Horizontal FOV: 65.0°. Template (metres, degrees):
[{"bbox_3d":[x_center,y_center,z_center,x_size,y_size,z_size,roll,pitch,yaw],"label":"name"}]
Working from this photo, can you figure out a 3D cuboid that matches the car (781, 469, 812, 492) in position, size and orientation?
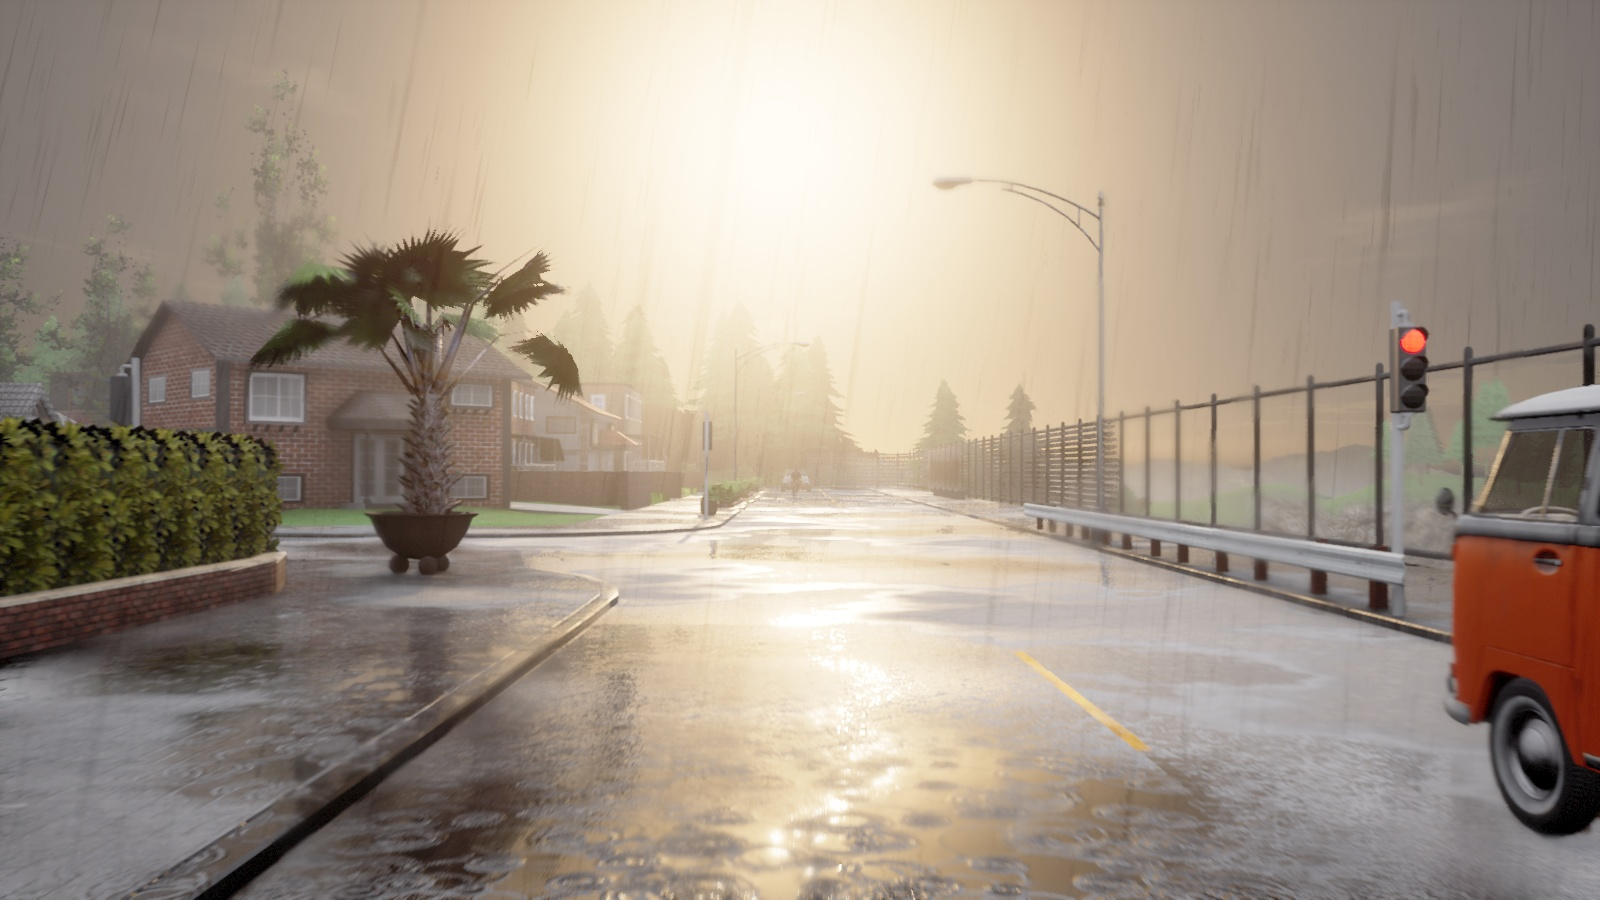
[{"bbox_3d":[-0.273,2.227,93.580,2.242,1.667,4.611,0,-1,0],"label":"car"}]

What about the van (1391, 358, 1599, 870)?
[{"bbox_3d":[3.987,0.624,4.331,1.775,1.987,4.442,0,-1,0],"label":"van"}]
